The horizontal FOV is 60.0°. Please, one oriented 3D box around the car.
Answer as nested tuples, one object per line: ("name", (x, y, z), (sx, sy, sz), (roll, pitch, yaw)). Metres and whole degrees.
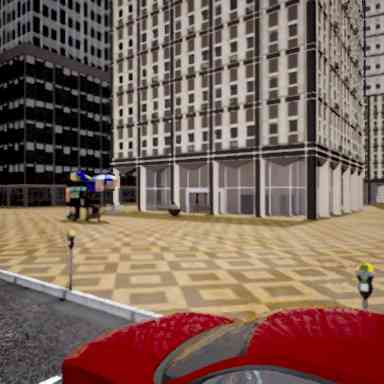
("car", (0.887, 1.543, 2.275), (4.507, 1.381, 1.887), (0, 0, 35))
